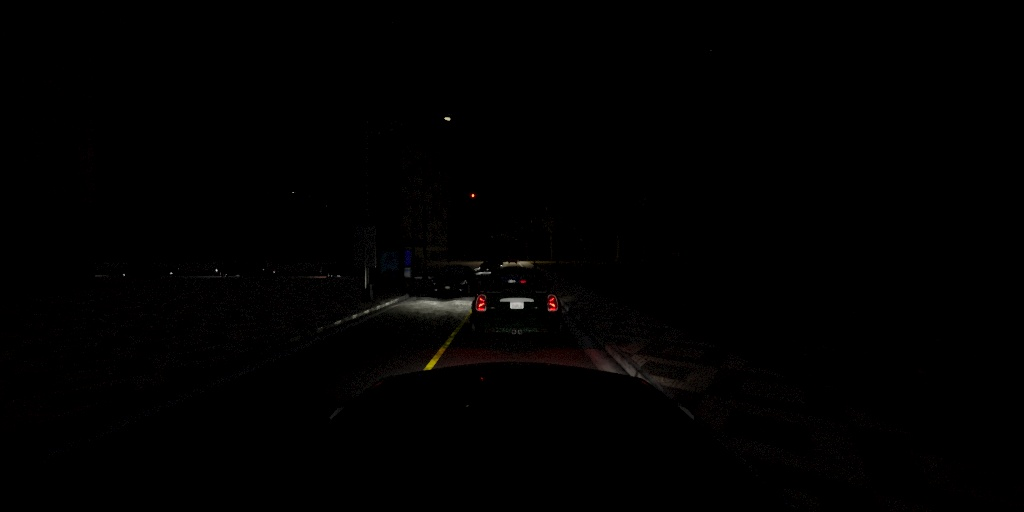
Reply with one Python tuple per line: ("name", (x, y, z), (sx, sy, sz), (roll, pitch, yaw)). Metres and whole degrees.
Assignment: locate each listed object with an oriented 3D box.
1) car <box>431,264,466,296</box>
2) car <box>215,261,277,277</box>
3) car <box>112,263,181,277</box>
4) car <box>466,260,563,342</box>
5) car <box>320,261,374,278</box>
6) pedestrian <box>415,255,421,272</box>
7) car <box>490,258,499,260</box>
("car", (-3.044, 1.218, 19.495), (1.882, 1.535, 5.008), (0, 0, 0))
("car", (-23.815, 1.166, 32.263), (4.902, 1.511, 2.128), (0, 1, 2))
("car", (-33.052, 1.249, 32.532), (4.718, 1.301, 1.895), (0, 1, 2))
("car", (0.116, 1.099, 9.949), (2.097, 1.767, 4.553), (0, 0, 0))
("car", (-14.443, 1.192, 31.996), (4.902, 1.511, 2.128), (0, 1, 2))
("pedestrian", (-9.969, 0.800, 38.103), (0.375, 1.860, 0.375), (0, 0, 2))
("car", (-2.960, 1.251, 46.068), (2.033, 1.411, 5.357), (0, 0, 0))
